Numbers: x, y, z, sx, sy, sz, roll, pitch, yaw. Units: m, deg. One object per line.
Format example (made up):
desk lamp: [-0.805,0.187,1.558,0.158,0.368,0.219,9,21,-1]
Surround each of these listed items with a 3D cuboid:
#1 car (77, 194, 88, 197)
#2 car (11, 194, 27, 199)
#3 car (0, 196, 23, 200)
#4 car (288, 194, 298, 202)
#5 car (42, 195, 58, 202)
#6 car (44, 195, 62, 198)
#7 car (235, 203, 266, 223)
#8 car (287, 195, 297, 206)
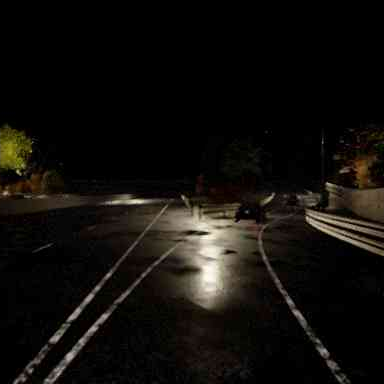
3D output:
car: [-24.090,1.190,73.434,2.097,1.767,4.553,0,0,-2]
car: [-30.464,1.204,57.504,2.097,1.767,4.553,0,0,-2]
car: [-22.835,1.480,40.256,1.895,1.301,4.718,0,0,-2]
car: [23.145,1.369,76.517,2.033,1.411,5.357,0,4,16]
car: [-31.076,1.331,72.927,1.812,1.442,4.674,0,0,-2]
car: [-23.479,1.433,57.898,2.033,1.411,5.357,0,0,-2]
car: [5.374,1.787,30.006,2.097,1.767,4.553,1,-1,20]
car: [20.041,1.937,66.940,1.812,1.442,4.674,0,3,18]
